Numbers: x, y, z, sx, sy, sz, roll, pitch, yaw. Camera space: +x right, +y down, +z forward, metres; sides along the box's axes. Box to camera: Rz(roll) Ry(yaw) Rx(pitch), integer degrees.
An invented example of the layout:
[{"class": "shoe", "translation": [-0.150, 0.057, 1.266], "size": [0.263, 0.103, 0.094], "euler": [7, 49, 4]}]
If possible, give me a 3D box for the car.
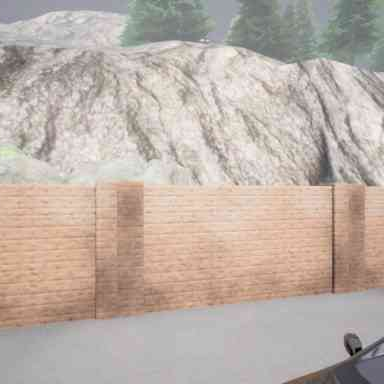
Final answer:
[{"class": "car", "translation": [2.207, 1.492, 1.887], "size": [4.902, 1.511, 2.128], "euler": [0, 0, -18]}]
